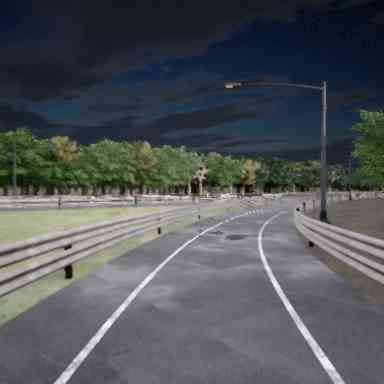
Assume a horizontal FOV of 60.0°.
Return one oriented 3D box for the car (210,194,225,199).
[{"bbox_3d":[5.131,1.073,65.682,5.008,1.535,1.882,0,1,-39],"label":"car"}]
